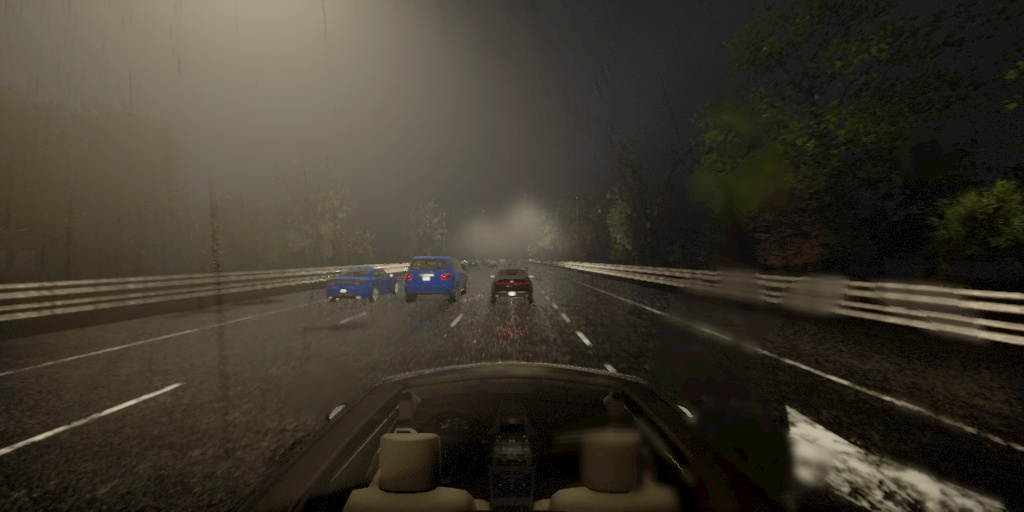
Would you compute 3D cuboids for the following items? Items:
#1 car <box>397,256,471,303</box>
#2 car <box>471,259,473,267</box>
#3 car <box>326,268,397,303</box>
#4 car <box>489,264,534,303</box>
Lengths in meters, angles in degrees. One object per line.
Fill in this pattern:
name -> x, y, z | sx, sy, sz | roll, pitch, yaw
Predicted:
car -> -3.493, 1.035, 17.310 | 2.150, 2.045, 5.566 | 0, 0, 0
car -> -6.996, 1.469, 48.991 | 2.128, 1.511, 4.902 | 0, 0, 0
car -> -6.992, 1.299, 17.332 | 1.882, 1.535, 5.008 | 0, 0, 0
car -> 0.002, 1.312, 17.192 | 1.837, 1.490, 4.892 | 0, 0, 0
